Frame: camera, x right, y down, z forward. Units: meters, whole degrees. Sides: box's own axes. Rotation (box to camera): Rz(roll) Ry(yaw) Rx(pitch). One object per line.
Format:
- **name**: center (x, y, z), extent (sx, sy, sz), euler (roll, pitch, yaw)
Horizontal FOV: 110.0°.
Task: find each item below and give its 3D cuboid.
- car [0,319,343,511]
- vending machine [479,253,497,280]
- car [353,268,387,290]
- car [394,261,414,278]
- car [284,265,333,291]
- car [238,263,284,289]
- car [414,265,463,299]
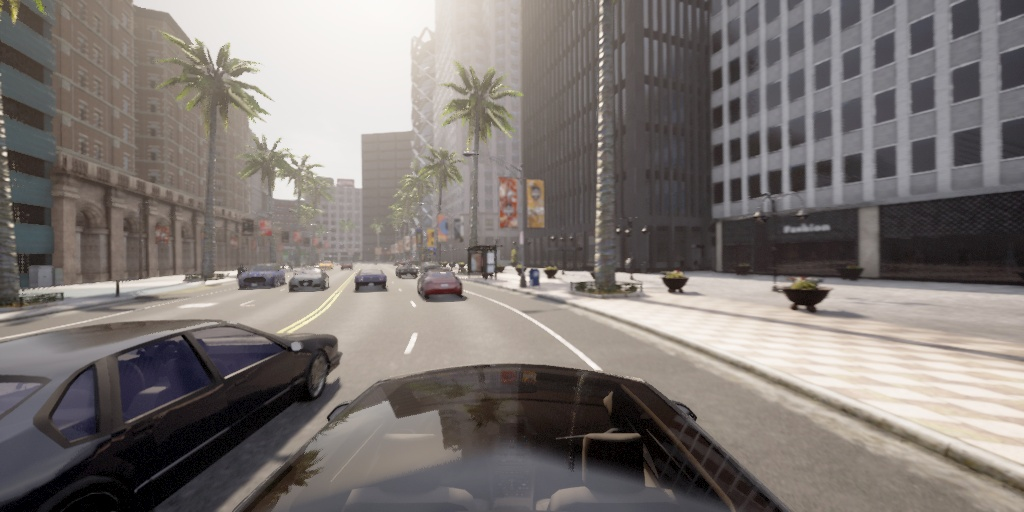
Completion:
- **car**: center (-3.525, 1.338, 3.356), extent (2.033, 1.411, 5.357), euler (-1, 0, -4)
- **vending machine**: center (-2.416, 1.038, 35.609), extent (1.100, 2.100, 0.880), euler (0, 0, -22)
- **car**: center (-9.621, 1.497, 24.503), extent (1.895, 1.301, 4.718), euler (-1, 0, -21)
- **car**: center (-11.122, 1.539, 37.747), extent (1.895, 1.301, 4.718), euler (-1, 0, -22)
- **car**: center (-13.191, 1.496, 23.527), extent (1.994, 1.385, 4.181), euler (-1, 0, -22)
- **car**: center (-17.879, 1.338, 25.824), extent (2.097, 1.767, 4.553), euler (-1, 0, -22)
- **car**: center (-3.913, 1.390, 19.153), extent (1.994, 1.385, 4.181), euler (-1, 0, -20)
